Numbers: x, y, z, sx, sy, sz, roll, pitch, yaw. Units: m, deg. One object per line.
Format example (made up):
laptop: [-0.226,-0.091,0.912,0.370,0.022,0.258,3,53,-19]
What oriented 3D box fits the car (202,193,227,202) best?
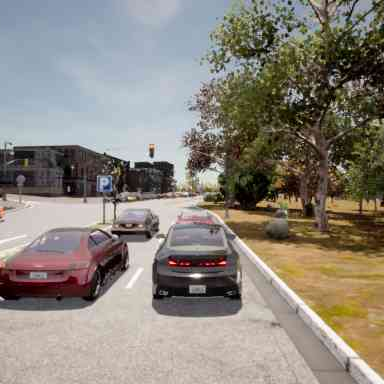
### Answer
car: [4.634,1.141,68.340,4.553,1.767,2.185,1,0,-14]

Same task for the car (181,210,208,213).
car: [0.150,1.625,17.716,1.895,1.301,4.718,0,0,0]

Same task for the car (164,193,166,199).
car: [-10.625,1.316,92.687,5.008,1.535,2.097,-1,0,-12]

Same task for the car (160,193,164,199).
car: [-11.046,1.065,89.708,5.566,2.045,2.435,-1,0,-12]

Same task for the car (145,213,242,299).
car: [0.104,1.515,8.447,1.837,1.490,4.892,0,0,0]

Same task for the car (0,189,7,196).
car: [-31.191,0.137,53.626,2.002,1.452,4.674,6,-3,-19]

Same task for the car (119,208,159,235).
car: [-2.853,1.572,17.619,2.033,1.411,5.357,0,0,1]

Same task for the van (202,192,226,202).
van: [4.252,1.043,65.370,4.442,1.987,1.878,1,0,-14]

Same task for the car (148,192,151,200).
car: [-12.677,1.359,77.718,4.674,1.452,2.002,-1,0,-13]

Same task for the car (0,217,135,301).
car: [-2.905,1.574,8.400,1.994,1.385,4.181,0,0,1]

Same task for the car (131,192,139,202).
car: [-13.831,1.315,65.759,5.366,1.575,1.946,-1,0,-15]

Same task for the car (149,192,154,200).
car: [-12.307,1.359,80.719,4.674,1.452,2.002,-1,0,-13]

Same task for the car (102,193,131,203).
car: [-14.475,1.358,62.766,4.792,1.488,2.163,-1,0,-15]

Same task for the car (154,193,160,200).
car: [-11.494,1.357,86.702,4.674,1.452,2.002,-1,0,-12]

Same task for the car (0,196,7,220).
car: [-16.639,1.403,24.959,4.553,1.767,2.185,-1,0,-19]

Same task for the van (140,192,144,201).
van: [-13.275,1.093,71.751,4.442,1.987,1.878,-1,0,-14]

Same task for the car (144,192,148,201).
car: [-13.049,1.321,74.722,4.892,1.521,2.231,-1,0,-14]
